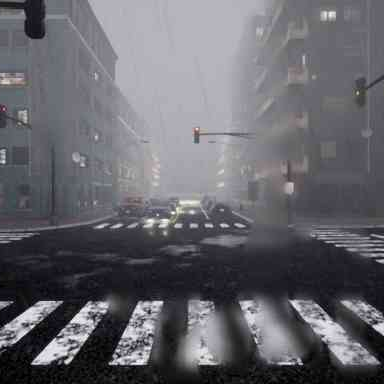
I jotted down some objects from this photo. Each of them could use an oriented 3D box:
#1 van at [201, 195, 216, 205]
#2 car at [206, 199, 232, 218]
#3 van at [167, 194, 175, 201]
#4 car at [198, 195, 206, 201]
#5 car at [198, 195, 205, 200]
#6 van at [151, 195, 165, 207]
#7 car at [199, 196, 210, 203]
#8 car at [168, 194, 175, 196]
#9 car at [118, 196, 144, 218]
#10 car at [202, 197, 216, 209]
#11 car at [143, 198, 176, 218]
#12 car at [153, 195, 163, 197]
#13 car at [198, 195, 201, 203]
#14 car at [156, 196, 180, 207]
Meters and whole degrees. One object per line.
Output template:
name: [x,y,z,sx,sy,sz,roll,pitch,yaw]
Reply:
van: [2.550,1.329,46.835,1.690,1.788,3.998,0,0,0]
car: [2.556,1.562,30.179,1.947,1.339,4.313,0,0,0]
van: [-5.345,1.300,85.695,1.690,1.788,3.998,0,0,0]
car: [2.534,1.504,85.699,1.887,1.381,4.507,0,0,0]
car: [2.532,1.498,91.251,1.887,1.381,4.507,0,0,0]
van: [-5.333,1.325,52.383,1.690,1.788,3.998,0,0,0]
car: [2.541,1.525,69.043,2.008,1.369,4.403,0,0,0]
car: [-2.858,1.511,50.860,1.812,1.442,4.674,0,0,0]
car: [-5.324,1.311,30.175,2.192,1.841,5.009,0,0,0]
car: [2.552,1.573,41.283,1.802,1.307,4.206,0,0,0]
car: [-2.861,1.543,30.496,2.033,1.411,5.357,0,0,0]
car: [-5.331,1.532,46.831,1.887,1.381,4.507,0,0,0]
car: [2.545,1.421,57.938,1.967,1.590,4.097,0,0,0]
car: [-2.862,1.538,40.598,2.033,1.411,5.357,0,0,0]
